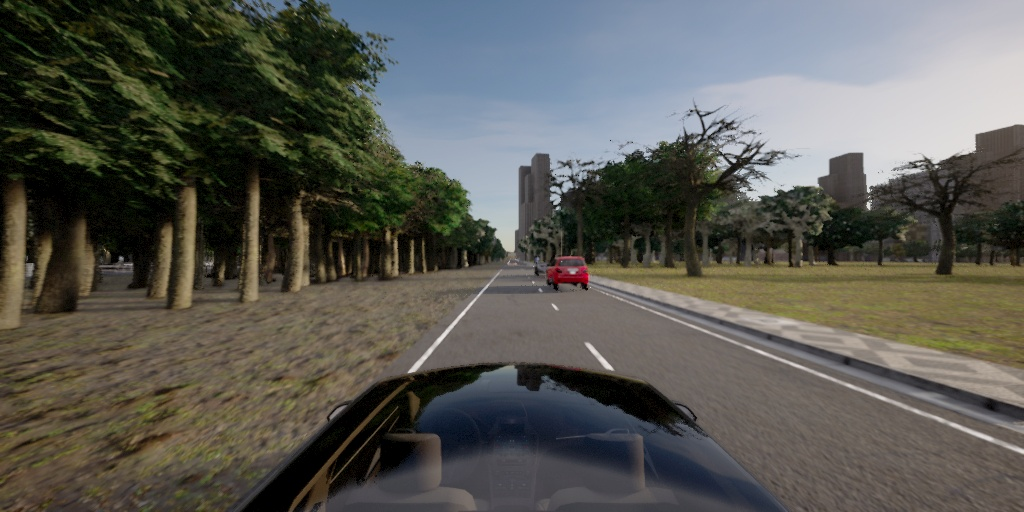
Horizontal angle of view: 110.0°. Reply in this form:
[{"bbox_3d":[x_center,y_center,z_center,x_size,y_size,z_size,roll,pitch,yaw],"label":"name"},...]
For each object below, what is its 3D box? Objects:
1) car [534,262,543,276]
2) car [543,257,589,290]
[{"bbox_3d":[3.591,1.470,41.777,2.128,1.511,4.902,0,0,0],"label":"car"},{"bbox_3d":[3.595,1.091,23.859,2.150,2.045,5.566,0,0,0],"label":"car"}]
